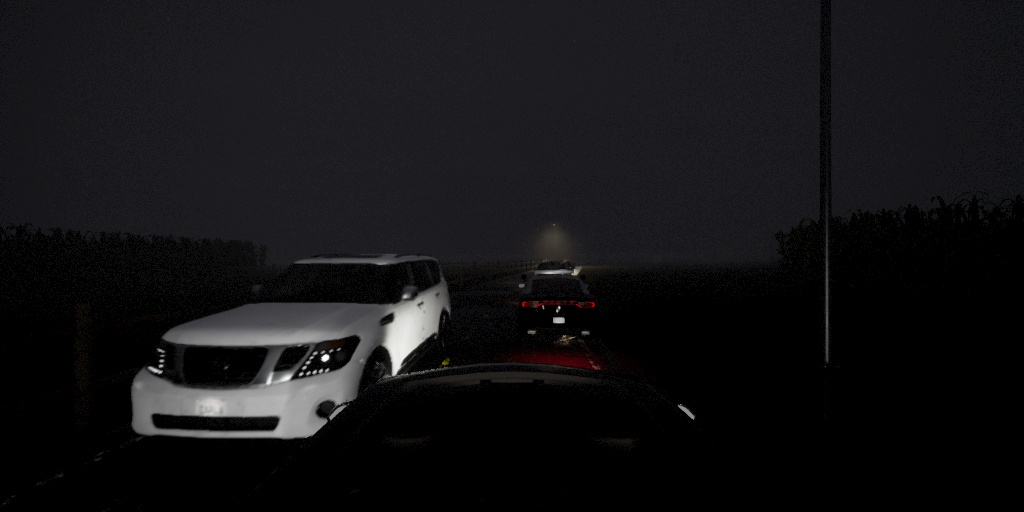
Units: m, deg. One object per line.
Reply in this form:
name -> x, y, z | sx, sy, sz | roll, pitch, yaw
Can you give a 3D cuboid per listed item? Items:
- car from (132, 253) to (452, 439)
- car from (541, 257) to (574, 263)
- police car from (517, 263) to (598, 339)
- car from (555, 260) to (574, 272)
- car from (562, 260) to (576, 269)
car -> -2.500, 0.971, 5.893 | 2.150, 2.045, 5.566 | 0, 0, 3
car -> 2.259, 1.089, 19.908 | 2.097, 1.767, 4.553 | 0, 0, 8
police car -> 1.198, 1.173, 10.259 | 1.930, 1.638, 5.238 | 0, 0, 4
car -> 6.724, 1.270, 45.851 | 1.994, 1.385, 4.181 | 0, 0, 13
car -> 8.865, 1.293, 55.700 | 1.895, 1.301, 4.718 | 0, 0, 12
